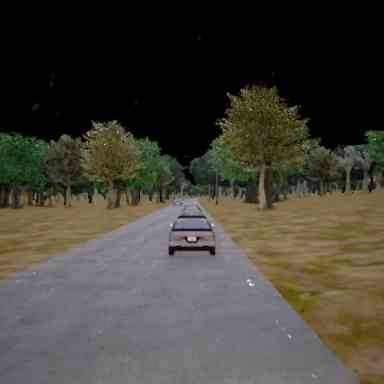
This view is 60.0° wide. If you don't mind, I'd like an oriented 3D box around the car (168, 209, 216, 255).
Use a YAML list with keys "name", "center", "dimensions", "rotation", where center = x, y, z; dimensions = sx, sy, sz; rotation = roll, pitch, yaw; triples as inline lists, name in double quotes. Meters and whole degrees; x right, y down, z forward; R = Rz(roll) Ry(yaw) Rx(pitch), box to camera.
- name: "car"
  center: [0.001, 1.680, 13.948]
  dimensions: [2.033, 1.411, 5.357]
  rotation: [0, -1, 0]

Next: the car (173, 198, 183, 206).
- name: "car"
  center: [-3.000, 2.103, 71.531]
  dimensions: [2.097, 1.767, 4.553]
  rotation: [0, -1, 0]

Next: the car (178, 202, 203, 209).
- name: "car"
  center: [0.006, 1.853, 29.278]
  dimensions: [1.994, 1.385, 4.181]
  rotation: [0, -1, 0]
